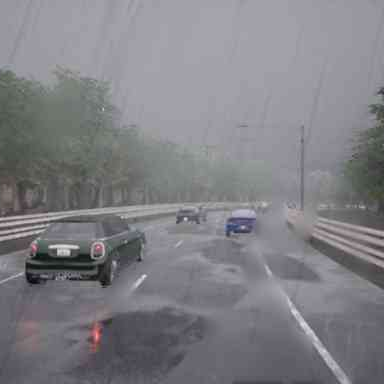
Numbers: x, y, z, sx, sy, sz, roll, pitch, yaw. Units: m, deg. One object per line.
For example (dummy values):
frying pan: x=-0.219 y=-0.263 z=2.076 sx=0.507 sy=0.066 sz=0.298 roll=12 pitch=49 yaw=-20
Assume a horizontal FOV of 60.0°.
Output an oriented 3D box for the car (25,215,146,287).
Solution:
car: x=-2.777 y=1.432 z=9.777 sx=2.097 sy=1.767 sz=4.553 roll=0 pitch=-1 yaw=5

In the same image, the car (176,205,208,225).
car: x=0.068 y=1.813 z=27.351 sx=1.837 sy=1.490 sz=4.892 roll=0 pitch=-1 yaw=13

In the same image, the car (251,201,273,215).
car: x=8.829 y=2.005 z=43.732 sx=2.097 sy=1.767 sz=4.553 roll=0 pitch=-1 yaw=23

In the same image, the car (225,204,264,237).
car: x=3.050 y=1.695 z=19.578 sx=1.882 sy=1.535 sz=5.008 roll=0 pitch=-1 yaw=10

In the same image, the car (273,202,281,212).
car: x=12.987 y=2.364 z=53.527 sx=1.882 sy=1.535 sz=5.008 roll=0 pitch=-1 yaw=27
